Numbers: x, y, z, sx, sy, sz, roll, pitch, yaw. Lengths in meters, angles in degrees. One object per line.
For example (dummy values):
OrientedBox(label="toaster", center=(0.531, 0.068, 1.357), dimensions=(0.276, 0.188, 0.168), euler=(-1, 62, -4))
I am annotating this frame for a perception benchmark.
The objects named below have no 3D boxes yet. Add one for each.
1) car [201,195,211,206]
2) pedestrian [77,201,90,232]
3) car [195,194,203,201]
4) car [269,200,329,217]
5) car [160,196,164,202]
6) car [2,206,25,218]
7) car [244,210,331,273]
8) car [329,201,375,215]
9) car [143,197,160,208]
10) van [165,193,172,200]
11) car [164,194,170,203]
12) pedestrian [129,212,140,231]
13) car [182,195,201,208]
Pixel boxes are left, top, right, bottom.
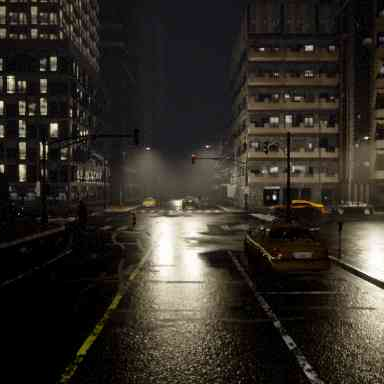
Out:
OrientedBox(label="car", center=(2.214, 1.539, 53.957), dimensions=(2.008, 1.369, 4.403), euler=(-1, 0, 0))
OrientedBox(label="pedestrian", center=(-6.097, 1.289, 18.599), dimensions=(0.375, 1.860, 0.375), euler=(-1, 1, 0))
OrientedBox(label="car", center=(1.919, 1.424, 87.883), dimensions=(1.967, 1.590, 4.097), euler=(-1, 0, 0))
OrientedBox(label="car", center=(9.669, 1.540, 31.039), dimensions=(5.008, 1.535, 1.882), euler=(1, 1, 0))
OrientedBox(label="car", center=(-6.166, 1.554, 53.884), dimensions=(1.947, 1.339, 4.313), euler=(-1, 0, 0))
OrientedBox(label="car", center=(-16.787, 1.491, 27.997), dimensions=(4.718, 1.301, 1.895), euler=(0, 1, 0))
OrientedBox(label="car", center=(2.720, 1.522, 10.520), dimensions=(1.752, 1.417, 4.829), euler=(-1, 0, 0))
OrientedBox(label="car", center=(16.027, 1.624, 33.599), dimensions=(4.403, 1.369, 2.008), euler=(0, 0, 0))
OrientedBox(label="car", center=(-6.115, 1.514, 48.060), dimensions=(1.752, 1.417, 4.829), euler=(-1, 0, 0))
OrientedBox(label="van", center=(-6.512, 1.325, 93.465), dimensions=(1.690, 1.788, 3.998), euler=(-1, 0, 0))
OrientedBox(label="car", center=(-6.313, 1.531, 70.847), dimensions=(1.887, 1.381, 4.507), euler=(-1, 0, 0))
OrientedBox(label="pedestrian", center=(-3.349, 1.289, 19.220), dimensions=(0.375, 1.860, 0.375), euler=(-1, 1, 0))
OrientedBox(label="car", center=(-0.273, 1.340, 46.870), dimensions=(2.097, 1.767, 4.553), euler=(0, 0, -1))
